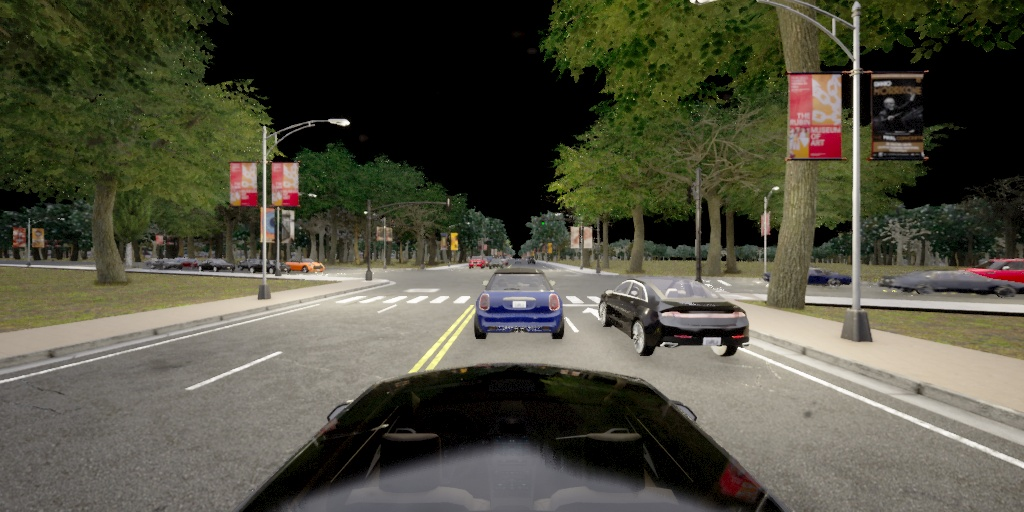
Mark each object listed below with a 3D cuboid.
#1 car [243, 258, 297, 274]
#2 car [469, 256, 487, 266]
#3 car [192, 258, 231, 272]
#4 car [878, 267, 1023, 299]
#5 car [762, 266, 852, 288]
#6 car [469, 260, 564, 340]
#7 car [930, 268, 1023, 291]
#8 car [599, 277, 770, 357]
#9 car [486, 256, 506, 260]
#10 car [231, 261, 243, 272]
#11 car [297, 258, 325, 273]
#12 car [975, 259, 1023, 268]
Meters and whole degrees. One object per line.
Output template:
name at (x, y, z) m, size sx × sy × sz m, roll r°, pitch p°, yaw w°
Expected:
car at (-25.916, 1.125, 38.357) m, size 5.008 × 1.535 × 1.882 m, roll 0°, pitch 0°, yaw 22°
car at (-5.625, 1.013, 57.936) m, size 2.150 × 2.045 × 5.566 m, roll 0°, pitch 0°, yaw 1°
car at (-34.987, 1.079, 42.417) m, size 5.008 × 1.535 × 1.882 m, roll 0°, pitch 0°, yaw 24°
car at (23.965, 1.466, 19.676) m, size 5.357 × 1.411 × 2.033 m, roll 0°, pitch 0°, yaw 24°
car at (20.395, 1.492, 25.043) m, size 4.718 × 1.301 × 1.895 m, roll 0°, pitch 0°, yaw 24°
car at (0.192, 1.107, 10.152) m, size 2.097 × 1.767 × 4.553 m, roll 0°, pitch 0°, yaw 1°
car at (31.483, 1.550, 23.658) m, size 4.718 × 1.301 × 1.895 m, roll 0°, pitch 0°, yaw 24°
car at (3.429, 1.246, 8.553) m, size 2.128 × 1.511 × 4.902 m, roll 0°, pitch 0°, yaw 0°
car at (-2.396, 1.142, 55.868) m, size 2.097 × 1.767 × 4.553 m, roll 0°, pitch 0°, yaw 1°
car at (-31.984, 1.102, 44.634) m, size 4.902 × 1.511 × 2.128 m, roll 0°, pitch 0°, yaw 24°
car at (-23.629, 1.006, 40.902) m, size 4.553 × 1.767 × 2.097 m, roll 0°, pitch 0°, yaw 24°
car at (29.309, 1.165, 21.061) m, size 5.566 × 2.045 × 2.150 m, roll 0°, pitch 0°, yaw 25°
